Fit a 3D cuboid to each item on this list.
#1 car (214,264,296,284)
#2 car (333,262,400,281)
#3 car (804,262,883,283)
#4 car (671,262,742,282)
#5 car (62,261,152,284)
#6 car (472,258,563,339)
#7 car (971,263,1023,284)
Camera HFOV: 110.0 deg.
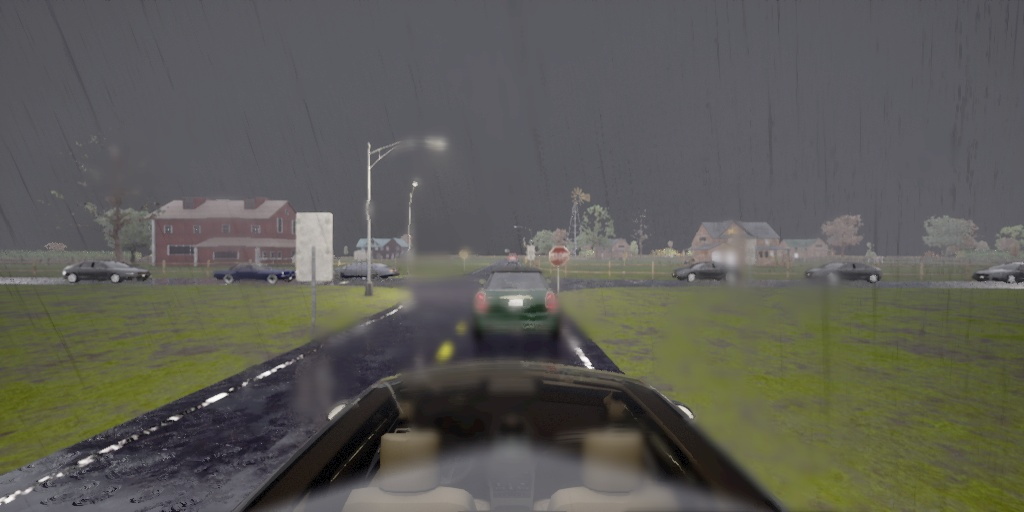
[{"bbox_3d":[-17.297,1.195,24.467,4.718,1.301,1.895,0,0,1],"label":"car"},{"bbox_3d":[-11.447,1.137,27.514,5.357,1.411,2.033,0,0,2],"label":"car"},{"bbox_3d":[24.862,1.221,27.006,4.892,1.490,1.837,0,0,1],"label":"car"},{"bbox_3d":[14.650,1.183,27.107,4.892,1.490,1.837,0,0,1],"label":"car"},{"bbox_3d":[-27.654,1.069,24.570,4.892,1.490,1.837,1,0,1],"label":"car"},{"bbox_3d":[0.119,1.063,10.091,2.097,1.767,4.553,0,0,0],"label":"car"},{"bbox_3d":[37.637,1.274,26.867,4.892,1.490,1.837,-1,0,1],"label":"car"}]
